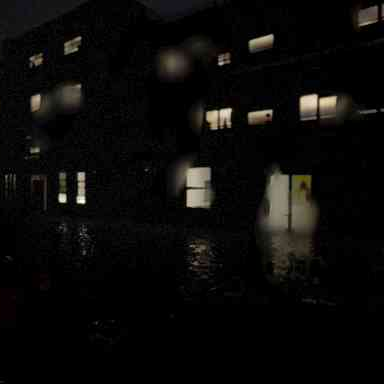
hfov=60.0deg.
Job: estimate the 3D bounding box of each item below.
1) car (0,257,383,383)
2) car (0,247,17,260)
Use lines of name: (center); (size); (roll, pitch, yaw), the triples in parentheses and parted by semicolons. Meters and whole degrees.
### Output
car: (0.438, 1.436, 2.556); (4.097, 1.590, 1.967); (0, 1, 35)
car: (-4.082, 1.555, 5.775); (4.206, 1.307, 1.802); (0, 1, 35)
